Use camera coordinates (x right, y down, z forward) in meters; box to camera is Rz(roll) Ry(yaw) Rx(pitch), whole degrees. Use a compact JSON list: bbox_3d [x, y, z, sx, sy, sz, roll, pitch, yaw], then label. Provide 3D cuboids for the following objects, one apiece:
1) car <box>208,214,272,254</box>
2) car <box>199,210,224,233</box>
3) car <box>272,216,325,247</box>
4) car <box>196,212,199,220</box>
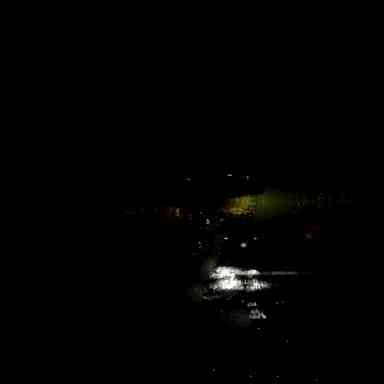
[{"bbox_3d":[2.154,2.076,16.520,2.128,1.511,4.902,-1,-2,-1],"label":"car"},{"bbox_3d":[1.967,2.369,27.806,2.097,1.767,4.553,-1,-2,-1],"label":"car"},{"bbox_3d":[5.625,2.087,18.372,1.882,1.535,5.008,-1,-2,0],"label":"car"},{"bbox_3d":[1.688,3.396,49.992,1.812,1.442,4.674,-1,-2,-1],"label":"car"}]
